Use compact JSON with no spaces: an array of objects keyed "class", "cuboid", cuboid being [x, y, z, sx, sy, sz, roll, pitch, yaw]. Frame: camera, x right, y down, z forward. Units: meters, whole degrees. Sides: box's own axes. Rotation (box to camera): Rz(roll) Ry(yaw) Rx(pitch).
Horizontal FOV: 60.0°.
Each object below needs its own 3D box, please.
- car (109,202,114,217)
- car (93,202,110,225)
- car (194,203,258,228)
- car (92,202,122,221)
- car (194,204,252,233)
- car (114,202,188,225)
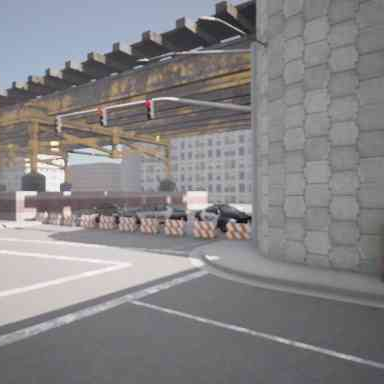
[{"class":"car","cuboid":[-2.793,1.557,22.945,4.974,1.542,2.038,0,0,0]},{"class":"car","cuboid":[-6.488,1.589,25.698,2.038,1.542,4.974,0,0,-10]},{"class":"car","cuboid":[1.953,1.363,20.407,1.853,1.218,4.536,0,0,-25]},{"class":"car","cuboid":[-6.498,1.431,25.750,1.853,1.218,4.536,0,0,-10]},{"class":"car","cuboid":[1.976,1.521,20.360,2.038,1.542,4.974,0,0,-25]},{"class":"car","cuboid":[-2.742,1.399,22.945,4.536,1.218,1.853,0,0,0]}]
